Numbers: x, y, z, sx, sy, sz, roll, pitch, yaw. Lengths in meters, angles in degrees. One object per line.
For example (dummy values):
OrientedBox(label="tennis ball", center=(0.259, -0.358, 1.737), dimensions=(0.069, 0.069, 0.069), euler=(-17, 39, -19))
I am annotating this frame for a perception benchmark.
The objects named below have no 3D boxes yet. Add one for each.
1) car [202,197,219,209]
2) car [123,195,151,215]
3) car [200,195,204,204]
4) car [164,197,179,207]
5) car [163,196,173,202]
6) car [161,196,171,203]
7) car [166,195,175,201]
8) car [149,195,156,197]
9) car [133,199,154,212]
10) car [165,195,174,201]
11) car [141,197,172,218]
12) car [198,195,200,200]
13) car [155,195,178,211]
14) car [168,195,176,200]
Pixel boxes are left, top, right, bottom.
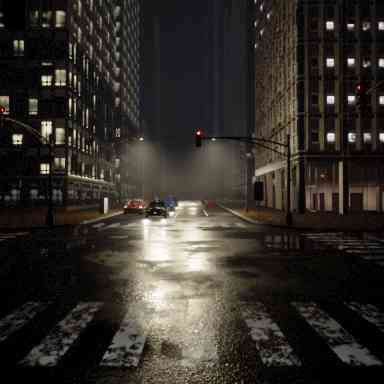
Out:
OrientedBox(label="car", center=(2.676, 1.599, 44.996), dimensions=(1.802, 1.307, 4.206), euler=(1, 0, 0))
OrientedBox(label="car", center=(-5.694, 1.453, 33.779), dimensions=(1.967, 1.590, 4.097), euler=(1, 0, 0))
OrientedBox(label="car", center=(2.671, 1.547, 56.322), dimensions=(1.752, 1.417, 4.829), euler=(1, 0, 0))
OrientedBox(label="car", center=(-3.119, 1.498, 51.348), dimensions=(1.882, 1.535, 5.008), euler=(0, 0, 0))
OrientedBox(label="car", center=(-5.723, 1.582, 78.380), dimensions=(2.008, 1.369, 4.403), euler=(1, 0, 0))
OrientedBox(label="car", center=(-5.720, 1.574, 72.804), dimensions=(1.887, 1.381, 4.507), euler=(1, 0, 0))
OrientedBox(label="car", center=(-5.730, 1.587, 89.530), dimensions=(2.008, 1.369, 4.403), euler=(1, 0, 0))
OrientedBox(label="car", center=(-5.698, 1.332, 44.929), dimensions=(2.192, 1.841, 5.009), euler=(1, 0, 0))
OrientedBox(label="car", center=(-5.700, 1.597, 39.354), dimensions=(1.802, 1.307, 4.206), euler=(1, 0, 0))
OrientedBox(label="car", center=(-5.726, 1.578, 83.955), dimensions=(1.887, 1.381, 4.507), euler=(1, 0, 0))
OrientedBox(label="car", center=(-3.117, 1.516, 30.362), dimensions=(1.837, 1.490, 4.892), euler=(0, 0, 0))
OrientedBox(label="car", center=(2.667, 1.590, 61.729), dimensions=(1.947, 1.339, 4.313), euler=(1, 0, 0))
OrientedBox(label="car", center=(-3.120, 1.493, 40.796), dimensions=(1.882, 1.535, 5.008), euler=(0, 0, 0))
OrientedBox(label="car", center=(-5.734, 1.605, 95.105), dimensions=(1.947, 1.339, 4.313), euler=(1, 0, 0))
